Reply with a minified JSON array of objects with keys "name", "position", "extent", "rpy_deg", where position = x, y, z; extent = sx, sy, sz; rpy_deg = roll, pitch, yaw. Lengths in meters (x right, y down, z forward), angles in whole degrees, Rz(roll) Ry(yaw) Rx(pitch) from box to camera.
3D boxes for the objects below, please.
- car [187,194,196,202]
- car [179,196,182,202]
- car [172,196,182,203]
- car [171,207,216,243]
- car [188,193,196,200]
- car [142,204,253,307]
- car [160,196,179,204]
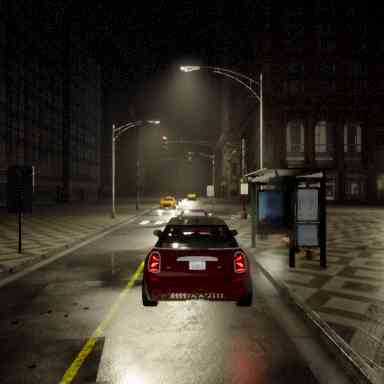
[{"name":"car","position":[-0.056,1.441,74.382],"extent":[1.895,1.301,4.718],"rpy_deg":[0,0,0]},{"name":"car","position":[-3.127,1.420,54.321],"extent":[1.837,1.490,4.892],"rpy_deg":[0,0,0]},{"name":"car","position":[-3.061,1.474,68.637],"extent":[1.895,1.301,4.718],"rpy_deg":[0,0,0]},{"name":"car","position":[0.083,1.558,16.791],"extent":[1.994,1.385,4.181],"rpy_deg":[0,0,0]},{"name":"car","position":[-0.064,1.126,84.356],"extent":[1.882,1.535,5.008],"rpy_deg":[0,0,0]},{"name":"car","position":[0.094,1.352,8.148],"extent":[2.097,1.767,4.553],"rpy_deg":[0,0,0]},{"name":"car","position":[-3.118,1.421,44.021],"extent":[1.882,1.535,5.008],"rpy_deg":[0,0,1]}]
